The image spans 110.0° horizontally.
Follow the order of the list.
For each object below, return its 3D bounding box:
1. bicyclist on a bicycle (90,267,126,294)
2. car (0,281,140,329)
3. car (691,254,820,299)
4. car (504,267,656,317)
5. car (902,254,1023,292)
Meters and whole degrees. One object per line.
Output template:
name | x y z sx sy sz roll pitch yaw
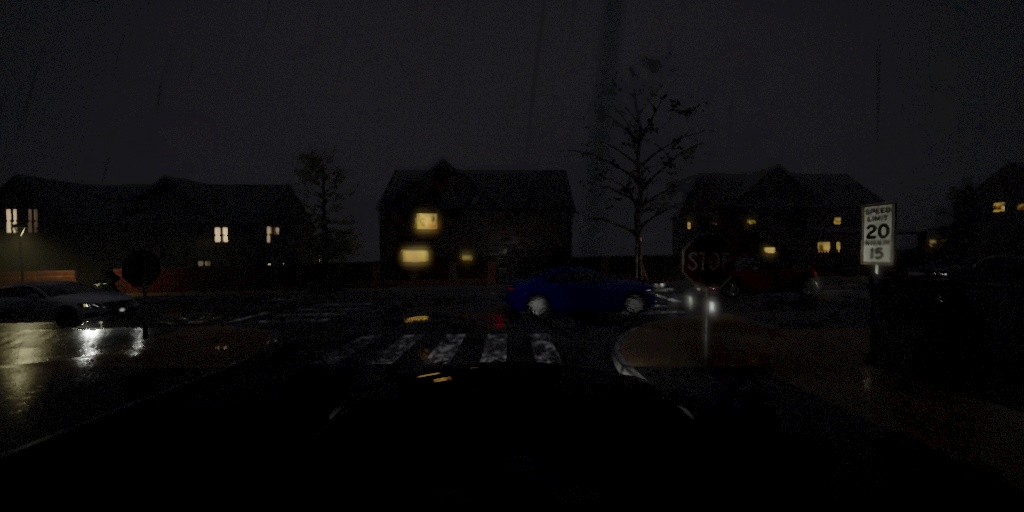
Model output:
bicyclist on a bicycle | -20.225 1.372 17.925 0.582 1.620 1.656 -1 1 0
car | -15.514 1.589 12.103 4.674 1.442 1.812 -1 1 0
car | 10.118 0.759 15.183 4.553 1.767 2.097 -1 1 0
car | 2.249 1.119 12.200 5.008 1.535 1.882 -1 1 0
car | 19.552 0.677 15.231 4.902 1.511 2.128 -1 1 0
